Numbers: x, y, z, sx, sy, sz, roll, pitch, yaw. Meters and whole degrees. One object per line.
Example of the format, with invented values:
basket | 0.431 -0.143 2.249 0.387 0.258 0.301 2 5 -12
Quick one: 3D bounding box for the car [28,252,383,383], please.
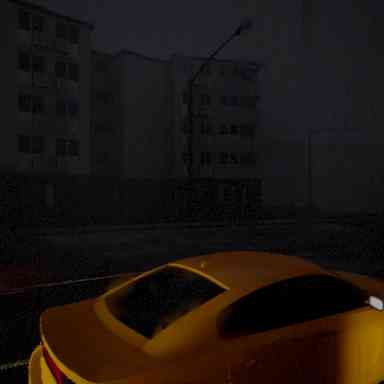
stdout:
car | 0.871 1.476 3.915 5.008 1.535 1.882 0 0 -31
